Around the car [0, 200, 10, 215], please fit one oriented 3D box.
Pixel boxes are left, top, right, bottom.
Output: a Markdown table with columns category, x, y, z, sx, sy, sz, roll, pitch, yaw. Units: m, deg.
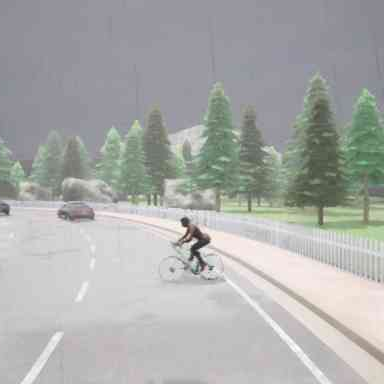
| category | x | y | z | sx | sy | sz | roll | pitch | yaw |
| --- | --- | --- | --- | --- | --- | --- | --- | --- | --- |
| car | -19.330 | 1.479 | 32.090 | 4.902 | 1.511 | 2.128 | 0 | 0 | 40 |

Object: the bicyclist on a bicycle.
| category | x | y | z | sx | sy | sz | roll | pitch | yaw |
| --- | --- | --- | --- | --- | --- | --- | --- | --- | --- |
| bicyclist on a bicycle | -0.013 | 1.435 | 8.245 | 1.656 | 1.620 | 0.582 | 0 | 0 | -11 |

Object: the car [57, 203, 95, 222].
| category | x | y | z | sx | sy | sz | roll | pitch | yaw |
| --- | --- | --- | --- | --- | --- | --- | --- | --- | --- |
| car | -9.420 | 1.553 | 26.859 | 1.994 | 1.385 | 4.181 | 0 | 0 | -36 |
